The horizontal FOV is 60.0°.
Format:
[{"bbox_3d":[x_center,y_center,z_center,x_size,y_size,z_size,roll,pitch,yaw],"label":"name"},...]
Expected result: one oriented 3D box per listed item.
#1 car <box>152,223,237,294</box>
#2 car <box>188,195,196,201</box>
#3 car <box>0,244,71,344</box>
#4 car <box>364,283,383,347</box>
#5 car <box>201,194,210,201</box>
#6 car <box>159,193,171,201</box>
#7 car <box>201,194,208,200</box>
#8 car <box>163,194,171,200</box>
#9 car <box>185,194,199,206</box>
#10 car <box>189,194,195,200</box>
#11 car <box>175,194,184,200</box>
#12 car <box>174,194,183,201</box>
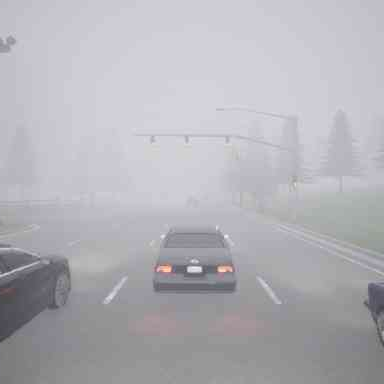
[{"bbox_3d":[0.068,1.547,8.957,2.033,1.411,5.357,0,0,0],"label":"car"},{"bbox_3d":[0.013,1.531,83.639,2.033,1.411,5.357,0,0,0],"label":"car"},{"bbox_3d":[-3.399,1.492,4.921,2.128,1.511,4.902,0,0,0],"label":"car"},{"bbox_3d":[3.601,1.601,3.044,1.895,1.301,4.718,0,0,0],"label":"car"},{"bbox_3d":[3.513,1.492,83.639,1.837,1.490,4.892,0,0,0],"label":"car"},{"bbox_3d":[-6.987,1.217,83.670,2.150,2.045,5.566,0,0,0],"label":"car"},{"bbox_3d":[3.515,1.310,94.059,1.882,1.535,5.008,0,0,0],"label":"car"},{"bbox_3d":[-6.985,1.385,94.060,1.994,1.385,4.181,0,0,0],"label":"car"},{"bbox_3d":[0.006,1.352,52.996,2.097,1.767,4.553,0,0,0],"label":"car"},{"bbox_3d":[0.015,1.310,94.059,1.882,1.535,5.008,0,0,0],"label":"car"},{"bbox_3d":[-3.485,1.357,94.060,2.128,1.511,4.902,0,0,0],"label":"car"},{"bbox_3d":[-3.487,1.517,84.056,1.812,1.442,4.674,0,0,0],"label":"car"}]
